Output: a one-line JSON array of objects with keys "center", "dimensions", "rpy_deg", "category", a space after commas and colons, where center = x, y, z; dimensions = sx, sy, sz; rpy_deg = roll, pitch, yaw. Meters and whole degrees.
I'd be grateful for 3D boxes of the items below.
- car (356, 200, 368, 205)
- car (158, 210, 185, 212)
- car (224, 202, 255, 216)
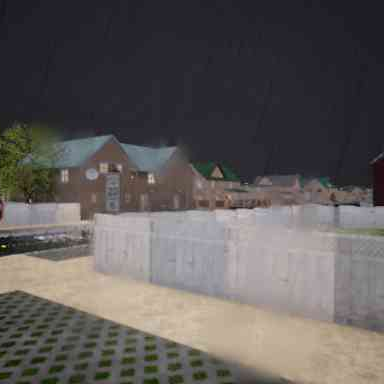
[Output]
[{"center": [41.673, 2.750, 82.637], "dimensions": [2.033, 1.411, 5.357], "rpy_deg": [0, -1, 35], "category": "car"}, {"center": [-1.123, 1.814, 21.892], "dimensions": [1.895, 1.301, 4.718], "rpy_deg": [0, -1, 35], "category": "car"}, {"center": [5.169, 1.878, 35.754], "dimensions": [2.128, 1.511, 4.902], "rpy_deg": [0, -1, 35], "category": "car"}]
